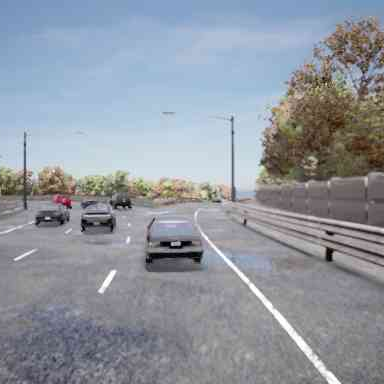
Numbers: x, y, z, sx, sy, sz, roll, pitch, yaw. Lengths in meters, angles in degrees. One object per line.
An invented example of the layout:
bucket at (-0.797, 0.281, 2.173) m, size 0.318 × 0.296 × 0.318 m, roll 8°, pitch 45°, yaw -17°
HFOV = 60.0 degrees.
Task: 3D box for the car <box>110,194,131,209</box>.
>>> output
car at (-9.718, 1.259, 44.892) m, size 2.150 × 2.045 × 5.566 m, roll 0°, pitch 0°, yaw -23°

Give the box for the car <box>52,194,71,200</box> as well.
car at (-18.506, 1.291, 47.193) m, size 2.150 × 2.045 × 5.566 m, roll 0°, pitch 0°, yaw -26°

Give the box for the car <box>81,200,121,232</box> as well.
car at (-5.691, 1.513, 20.587) m, size 2.128 × 1.511 × 4.902 m, roll 0°, pitch 0°, yaw -11°

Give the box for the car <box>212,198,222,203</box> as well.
car at (6.486, 2.224, 86.819) m, size 1.994 × 1.385 × 4.181 m, roll 0°, pitch -3°, yaw 11°

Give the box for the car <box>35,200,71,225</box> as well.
car at (-10.078, 1.563, 24.219) m, size 1.812 × 1.442 × 4.674 m, roll 0°, pitch 0°, yaw -14°

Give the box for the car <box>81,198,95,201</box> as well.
car at (-14.549, 1.560, 46.955) m, size 1.837 × 1.490 × 4.892 m, roll 0°, pitch 0°, yaw -25°

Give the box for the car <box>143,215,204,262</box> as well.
car at (-0.771, 1.551, 12.138) m, size 2.033 × 1.411 × 5.357 m, roll 0°, pitch 0°, yaw -7°
